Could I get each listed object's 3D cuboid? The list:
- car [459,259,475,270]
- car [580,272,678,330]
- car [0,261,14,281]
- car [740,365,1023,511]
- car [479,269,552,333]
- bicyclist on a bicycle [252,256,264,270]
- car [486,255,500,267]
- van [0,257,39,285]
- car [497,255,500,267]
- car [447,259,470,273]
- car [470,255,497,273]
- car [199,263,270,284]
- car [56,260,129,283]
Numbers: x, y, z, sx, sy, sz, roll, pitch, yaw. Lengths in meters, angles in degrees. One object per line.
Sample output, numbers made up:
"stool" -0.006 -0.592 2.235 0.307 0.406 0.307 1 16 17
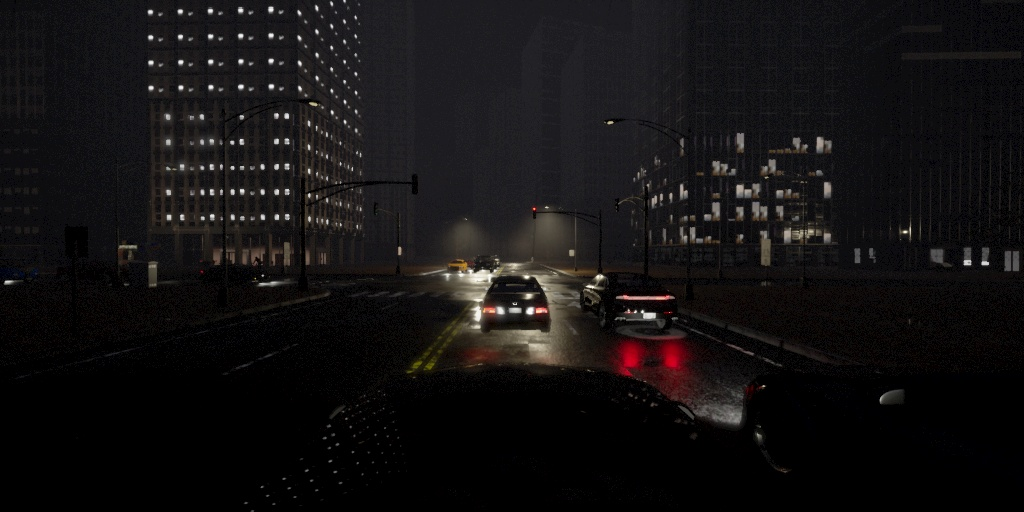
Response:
"car" -6.538 1.223 52.677 1.812 1.442 4.674 0 0 0
"car" 3.356 1.238 11.145 2.128 1.511 4.902 0 0 0
"car" -40.295 1.093 26.451 4.674 1.442 1.812 0 0 2
"car" 3.354 1.314 1.988 1.994 1.385 4.181 0 0 0
"car" 0.109 1.294 10.732 2.033 1.411 5.357 0 0 1
"bicyclist on a bicycle" -24.667 0.868 34.762 0.582 1.620 1.656 0 1 1
"car" -3.269 0.896 63.123 2.150 2.045 5.566 0 0 0
"van" -33.910 0.960 23.682 3.998 1.789 1.690 0 0 1
"car" -3.289 1.048 52.896 2.097 1.767 4.553 0 0 0
"car" -6.550 1.193 43.265 1.882 1.535 5.008 0 0 0
"car" -3.302 0.937 42.942 2.150 2.045 5.566 0 0 0
"car" -19.961 1.227 25.903 4.181 1.385 1.994 0 0 1
"car" -30.053 1.093 26.166 5.008 1.535 1.882 0 0 2
